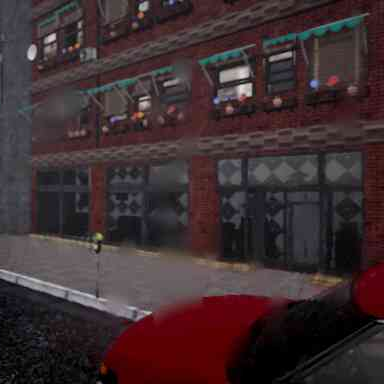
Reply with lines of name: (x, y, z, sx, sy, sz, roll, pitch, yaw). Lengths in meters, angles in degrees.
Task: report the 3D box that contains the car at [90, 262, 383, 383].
car: (1.579, 1.316, 1.745, 5.009, 1.841, 2.192, 0, 0, 36)
